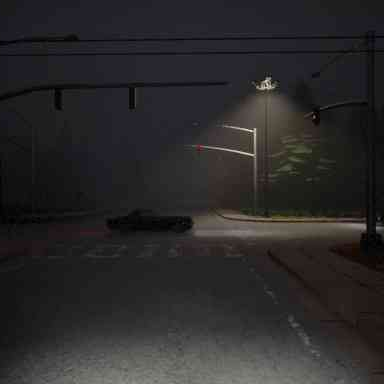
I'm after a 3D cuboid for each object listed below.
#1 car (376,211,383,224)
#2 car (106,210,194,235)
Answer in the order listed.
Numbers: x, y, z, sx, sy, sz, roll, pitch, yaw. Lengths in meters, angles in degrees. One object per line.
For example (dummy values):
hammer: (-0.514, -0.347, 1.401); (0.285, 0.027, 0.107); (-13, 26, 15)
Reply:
car: (14.897, 1.513, 22.164); (4.892, 1.490, 1.837); (0, 0, 1)
car: (-2.259, 1.674, 18.781); (4.718, 1.301, 1.895); (0, 0, 1)
